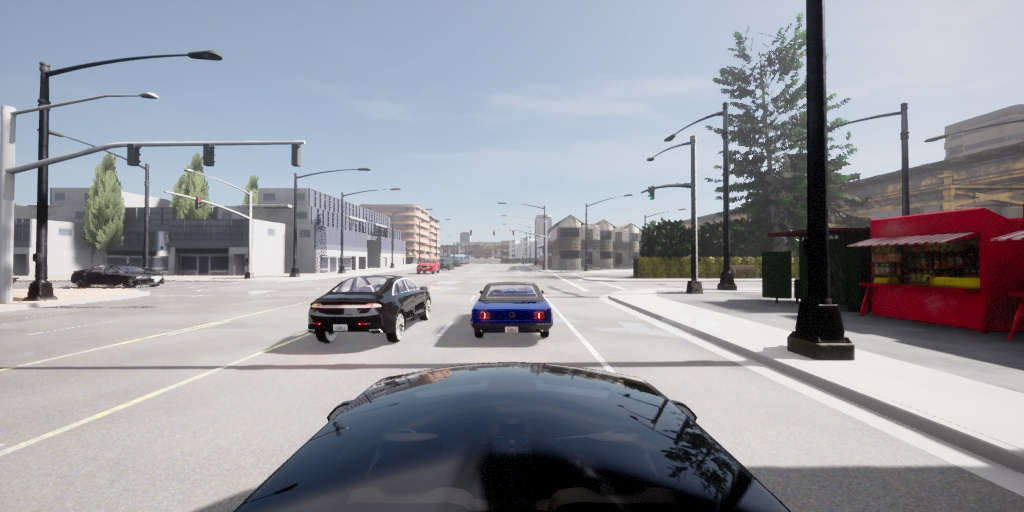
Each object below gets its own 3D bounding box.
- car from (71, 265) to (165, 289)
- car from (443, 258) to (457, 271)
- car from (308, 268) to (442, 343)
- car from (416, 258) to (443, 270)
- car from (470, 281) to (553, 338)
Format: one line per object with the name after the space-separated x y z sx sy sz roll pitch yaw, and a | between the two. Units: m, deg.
-25.645 1.329 23.440 4.902 1.511 2.128 0 -1 0 | car
-11.163 1.386 59.898 2.150 2.045 5.566 0 0 0 | car
-3.511 1.257 9.741 2.128 1.511 4.902 0 0 0 | car
-11.055 1.337 47.637 2.150 2.045 5.566 0 0 -1 | car
-0.011 1.365 10.219 1.895 1.301 4.718 0 0 0 | car
